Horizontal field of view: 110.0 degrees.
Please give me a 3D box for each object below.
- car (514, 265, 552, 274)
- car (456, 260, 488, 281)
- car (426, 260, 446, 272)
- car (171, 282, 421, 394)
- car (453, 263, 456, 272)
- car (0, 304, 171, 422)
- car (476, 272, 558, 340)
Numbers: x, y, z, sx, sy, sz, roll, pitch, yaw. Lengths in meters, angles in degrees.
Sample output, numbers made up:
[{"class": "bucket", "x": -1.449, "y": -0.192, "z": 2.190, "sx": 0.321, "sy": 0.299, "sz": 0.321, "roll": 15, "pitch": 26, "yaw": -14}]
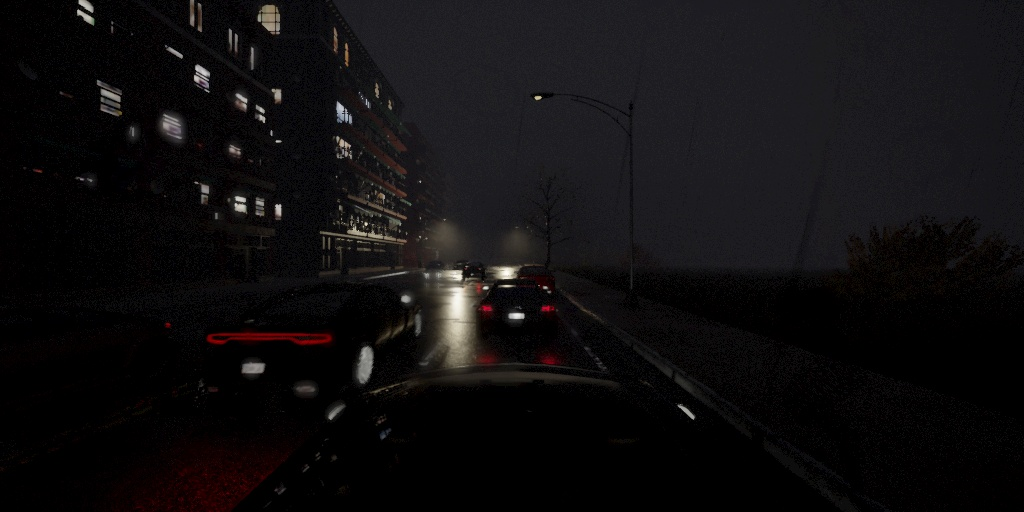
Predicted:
[{"class": "car", "x": 1.149, "y": 1.230, "z": 18.960, "sx": 1.882, "sy": 1.535, "sz": 5.008, "roll": 0, "pitch": 0, "yaw": 0}, {"class": "car", "x": -3.127, "y": 1.244, "z": 30.585, "sx": 2.128, "sy": 1.511, "sz": 4.902, "roll": 0, "pitch": 0, "yaw": 0}, {"class": "car", "x": -9.814, "y": 1.277, "z": 46.396, "sx": 1.812, "sy": 1.442, "sz": 4.674, "roll": 0, "pitch": 0, "yaw": 0}, {"class": "car", "x": -3.148, "y": 1.228, "z": 6.845, "sx": 1.882, "sy": 1.535, "sz": 5.008, "roll": 0, "pitch": 0, "yaw": 0}, {"class": "car", "x": -6.563, "y": 1.256, "z": 47.504, "sx": 1.837, "sy": 1.490, "sz": 4.892, "roll": 0, "pitch": 0, "yaw": 0}, {"class": "car", "x": -6.598, "y": 1.314, "z": 4.271, "sx": 1.994, "sy": 1.385, "sz": 4.181, "roll": 0, "pitch": 0, "yaw": 0}, {"class": "car", "x": 0.107, "y": 1.315, "z": 10.040, "sx": 1.994, "sy": 1.385, "sz": 4.181, "roll": 0, "pitch": 0, "yaw": 0}]
